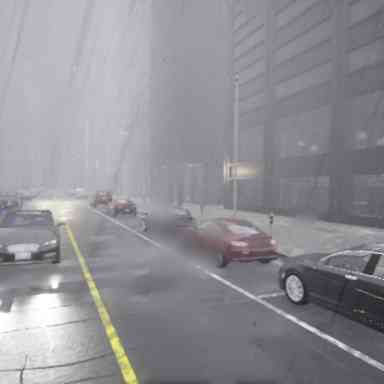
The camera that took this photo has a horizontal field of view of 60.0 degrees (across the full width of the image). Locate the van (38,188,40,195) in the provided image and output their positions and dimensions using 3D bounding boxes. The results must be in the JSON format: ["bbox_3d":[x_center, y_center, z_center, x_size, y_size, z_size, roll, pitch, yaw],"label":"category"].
[{"bbox_3d":[-33.245,0.106,69.584,1.690,1.788,3.998,0,1,-23],"label":"van"}]

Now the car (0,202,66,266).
[{"bbox_3d":[-5.197,1.289,10.617,2.128,1.511,4.902,0,1,-23],"label":"car"}]

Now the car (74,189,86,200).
[{"bbox_3d":[-18.862,0.600,57.526,1.752,1.417,4.829,0,1,-23],"label":"car"}]

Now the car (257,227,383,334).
[{"bbox_3d":[3.235,1.520,5.499,2.008,1.369,4.403,0,1,-23],"label":"car"}]

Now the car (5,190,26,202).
[{"bbox_3d":[-15.618,0.774,28.084,2.192,1.841,5.009,0,1,-23],"label":"car"}]

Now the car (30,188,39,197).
[{"bbox_3d":[-28.840,0.502,59.212,1.947,1.339,4.313,0,1,-23],"label":"car"}]

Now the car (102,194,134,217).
[{"bbox_3d":[-5.577,1.150,26.247,1.887,1.381,4.507,0,1,-23],"label":"car"}]

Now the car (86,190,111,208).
[{"bbox_3d":[-9.981,0.742,36.618,2.192,1.841,5.009,0,1,-23],"label":"car"}]

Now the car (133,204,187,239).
[{"bbox_3d":[-1.171,1.337,15.873,2.008,1.369,4.403,0,1,-23],"label":"car"}]

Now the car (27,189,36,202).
[{"bbox_3d":[-24.434,0.652,48.837,1.887,1.381,4.507,0,1,-23],"label":"car"}]

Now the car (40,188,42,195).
[{"bbox_3d":[-35.450,0.245,74.775,1.947,1.339,4.313,0,1,-23],"label":"car"}]

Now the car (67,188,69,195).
[{"bbox_3d":[-27.674,0.258,78.275,1.752,1.417,4.829,0,1,-23],"label":"car"}]

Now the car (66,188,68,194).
[{"bbox_3d":[-29.811,0.201,83.306,2.008,1.369,4.403,0,1,-23],"label":"car"}]

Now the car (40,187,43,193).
[{"bbox_3d":[-37.653,0.160,79.963,1.947,1.339,4.313,0,1,-23],"label":"car"}]

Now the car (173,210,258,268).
[{"bbox_3d":[1.031,1.459,10.687,1.802,1.307,4.206,0,1,-23],"label":"car"}]

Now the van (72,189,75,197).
[{"bbox_3d":[-20.997,0.333,62.554,1.690,1.788,3.998,0,1,-23],"label":"van"}]

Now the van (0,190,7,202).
[{"bbox_3d":[-11.212,0.981,17.710,1.690,1.788,3.998,0,1,-23],"label":"van"}]

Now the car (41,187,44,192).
[{"bbox_3d":[-39.854,-0.177,85.147,2.192,1.841,5.009,0,1,-23],"label":"car"}]

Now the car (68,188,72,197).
[{"bbox_3d":[-25.404,0.261,72.930,1.967,1.590,4.097,0,1,-23],"label":"car"}]
